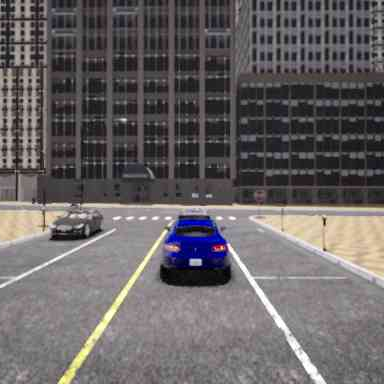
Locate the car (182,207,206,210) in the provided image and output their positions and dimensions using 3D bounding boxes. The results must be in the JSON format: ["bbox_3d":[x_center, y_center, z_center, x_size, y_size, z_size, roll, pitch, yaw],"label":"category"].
[{"bbox_3d":[0.116,1.554,20.355,1.895,1.301,4.718,0,0,0],"label":"car"}]

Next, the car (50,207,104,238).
[{"bbox_3d":[-5.802,1.511,17.255,2.008,1.369,4.403,1,0,0],"label":"car"}]

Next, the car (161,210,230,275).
[{"bbox_3d":[0.103,1.502,10.232,1.812,1.442,4.674,0,0,0],"label":"car"}]
